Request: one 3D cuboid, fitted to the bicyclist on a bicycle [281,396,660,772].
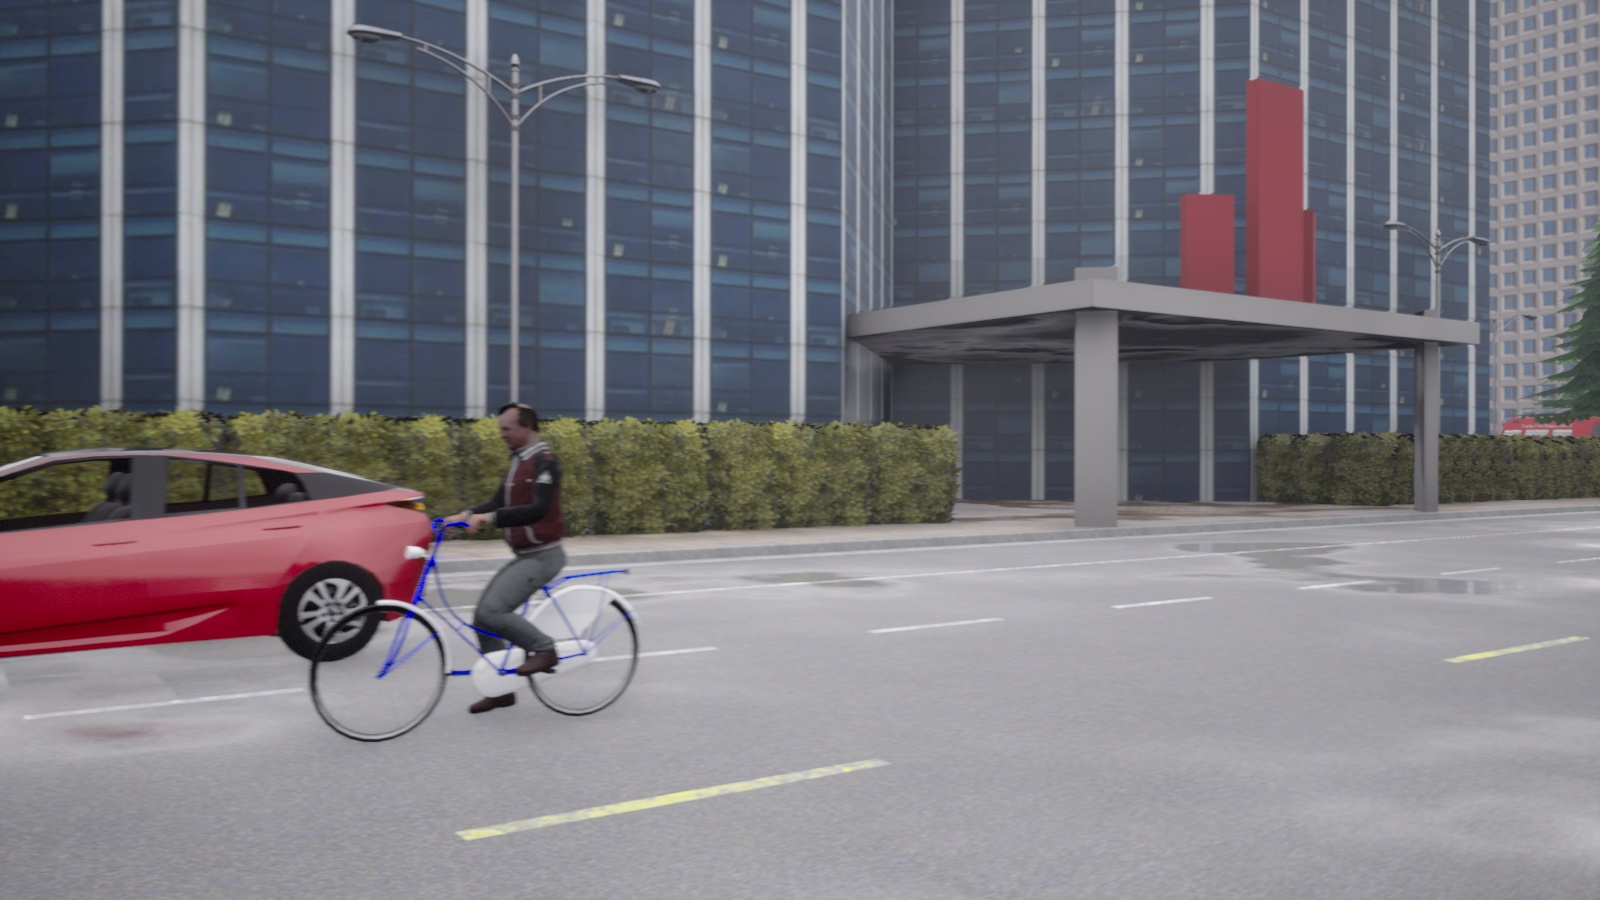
[{"bbox_3d":[-1.726,0.635,6.722,1.843,1.776,0.659,0,0,-35],"label":"bicyclist on a bicycle"}]

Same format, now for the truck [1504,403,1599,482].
[{"bbox_3d":[39.587,-0.353,61.550,2.891,3.827,8.468,0,0,-34],"label":"truck"}]

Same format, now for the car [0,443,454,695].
[{"bbox_3d":[-4.960,0.724,8.736,4.514,1.525,2.007,0,0,-35],"label":"car"}]
